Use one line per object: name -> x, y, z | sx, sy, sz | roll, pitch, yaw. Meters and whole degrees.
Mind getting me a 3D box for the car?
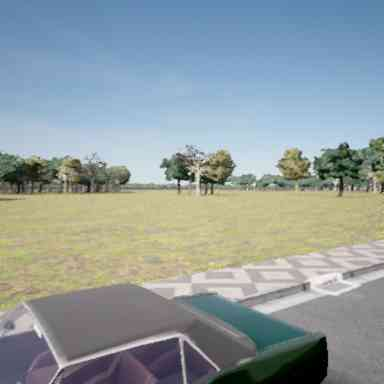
car -> -1.064, 1.599, 2.621 | 4.718, 1.301, 1.895 | 0, 0, -36
